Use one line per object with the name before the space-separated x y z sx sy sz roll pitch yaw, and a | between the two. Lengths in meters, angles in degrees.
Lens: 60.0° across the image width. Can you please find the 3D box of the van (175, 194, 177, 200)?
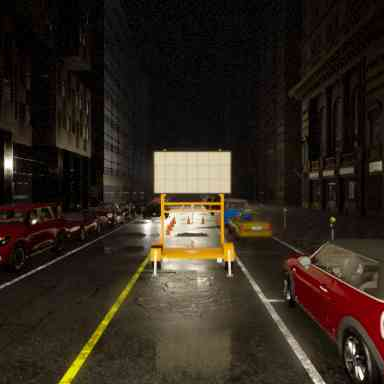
van | -5.619 1.380 89.275 1.690 1.788 3.998 0 0 0

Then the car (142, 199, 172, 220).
car | -2.955 1.565 28.124 1.994 1.385 4.181 0 0 0

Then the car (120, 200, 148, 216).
car | -5.712 1.569 33.253 1.947 1.339 4.313 0 0 0

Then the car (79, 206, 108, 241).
car | -5.740 1.581 16.447 1.802 1.307 4.206 0 0 0

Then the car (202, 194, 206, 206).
car | 2.831 1.324 44.455 2.192 1.841 5.009 0 0 0

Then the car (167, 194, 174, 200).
car | -5.647 1.467 72.468 1.967 1.590 4.097 0 0 0

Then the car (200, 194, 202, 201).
car | 2.850 1.456 55.659 1.967 1.590 4.097 0 0 0

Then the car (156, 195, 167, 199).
car | -5.675 1.560 55.662 1.887 1.381 4.507 0 0 0

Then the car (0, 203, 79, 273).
car | -5.750 1.314 10.845 2.192 1.841 5.009 0 0 0

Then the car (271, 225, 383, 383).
car | 2.766 1.440 5.243 1.967 1.590 4.097 0 0 0

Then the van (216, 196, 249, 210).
van | 2.794 1.342 22.049 1.690 1.788 3.998 0 0 0

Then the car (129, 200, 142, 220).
car | -5.721 1.552 27.652 2.008 1.369 4.403 0 0 0

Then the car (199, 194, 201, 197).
car | 2.869 1.464 66.862 1.967 1.590 4.097 0 0 0

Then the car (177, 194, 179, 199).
car | -5.609 1.588 94.877 1.887 1.381 4.507 0 0 0

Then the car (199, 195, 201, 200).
car | 2.860 1.586 61.260 1.947 1.339 4.313 0 0 0

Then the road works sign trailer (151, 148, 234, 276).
road works sign trailer | 0.014 0.464 10.292 2.380 3.560 2.880 0 0 0

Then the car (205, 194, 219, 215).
car | 2.812 1.319 33.252 2.192 1.841 5.009 0 0 0

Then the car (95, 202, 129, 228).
car | -5.731 1.440 22.049 1.967 1.590 4.097 0 0 0

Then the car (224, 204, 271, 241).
car | 2.785 1.525 16.617 1.752 1.417 4.829 0 0 0

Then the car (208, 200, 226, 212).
car | 2.823 1.588 38.854 1.802 1.307 4.206 0 0 0
